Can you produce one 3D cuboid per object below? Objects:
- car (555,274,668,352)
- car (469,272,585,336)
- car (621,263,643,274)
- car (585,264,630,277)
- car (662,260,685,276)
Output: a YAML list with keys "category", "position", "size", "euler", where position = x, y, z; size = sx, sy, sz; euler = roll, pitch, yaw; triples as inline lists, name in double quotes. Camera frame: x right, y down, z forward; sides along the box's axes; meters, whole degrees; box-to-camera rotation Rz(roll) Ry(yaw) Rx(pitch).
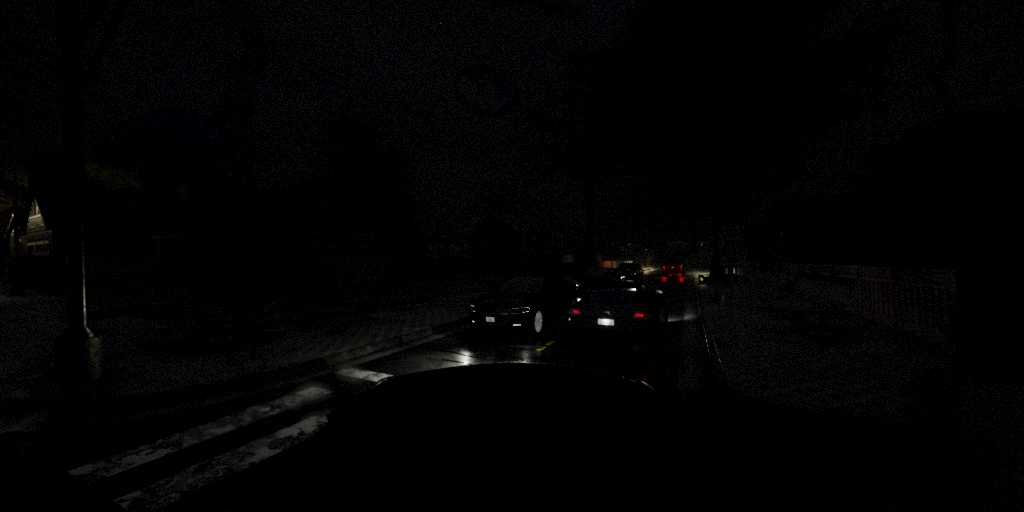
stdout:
- category: "car"
  position: [2.815, 1.323, 9.158]
  size: [1.994, 1.385, 4.181]
  euler: [-1, 0, 26]
- category: "car"
  position: [0.566, 1.281, 11.042]
  size: [1.882, 1.535, 5.008]
  euler: [-1, 0, 26]
- category: "car"
  position: [9.404, 1.323, 28.897]
  size: [1.837, 1.490, 4.892]
  euler: [-1, -1, 27]
- category: "car"
  position: [4.950, 1.351, 19.915]
  size: [2.033, 1.411, 5.357]
  euler: [-1, 0, 25]
- category: "car"
  position: [17.083, 1.178, 37.894]
  size: [2.097, 1.767, 4.553]
  euler: [-1, -1, 27]
